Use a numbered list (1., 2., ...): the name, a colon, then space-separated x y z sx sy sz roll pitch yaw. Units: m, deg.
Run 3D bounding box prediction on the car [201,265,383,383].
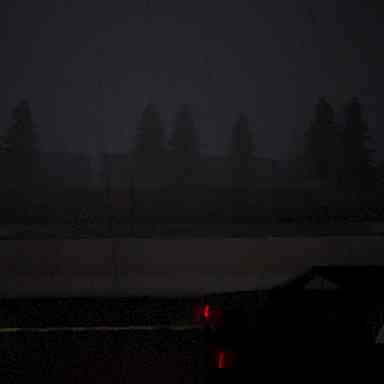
1. car: 2.528 1.599 3.855 4.718 1.301 1.895 0 0 -4
